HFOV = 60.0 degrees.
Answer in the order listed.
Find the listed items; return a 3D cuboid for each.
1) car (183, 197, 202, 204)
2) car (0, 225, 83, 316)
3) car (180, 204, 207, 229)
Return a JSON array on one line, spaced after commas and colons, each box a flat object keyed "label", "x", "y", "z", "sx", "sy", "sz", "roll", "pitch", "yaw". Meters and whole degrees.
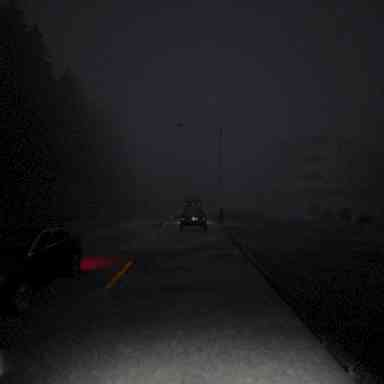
[{"label": "car", "x": 0.111, "y": 1.637, "z": 41.449, "sx": 2.150, "sy": 2.045, "sz": 5.566, "roll": 0, "pitch": -1, "yaw": 0}, {"label": "car", "x": -4.072, "y": 1.570, "z": 7.745, "sx": 2.128, "sy": 1.511, "sz": 4.902, "roll": 0, "pitch": -1, "yaw": 0}, {"label": "car", "x": 0.106, "y": 1.783, "z": 23.453, "sx": 2.033, "sy": 1.411, "sz": 5.357, "roll": 0, "pitch": -1, "yaw": 0}]
